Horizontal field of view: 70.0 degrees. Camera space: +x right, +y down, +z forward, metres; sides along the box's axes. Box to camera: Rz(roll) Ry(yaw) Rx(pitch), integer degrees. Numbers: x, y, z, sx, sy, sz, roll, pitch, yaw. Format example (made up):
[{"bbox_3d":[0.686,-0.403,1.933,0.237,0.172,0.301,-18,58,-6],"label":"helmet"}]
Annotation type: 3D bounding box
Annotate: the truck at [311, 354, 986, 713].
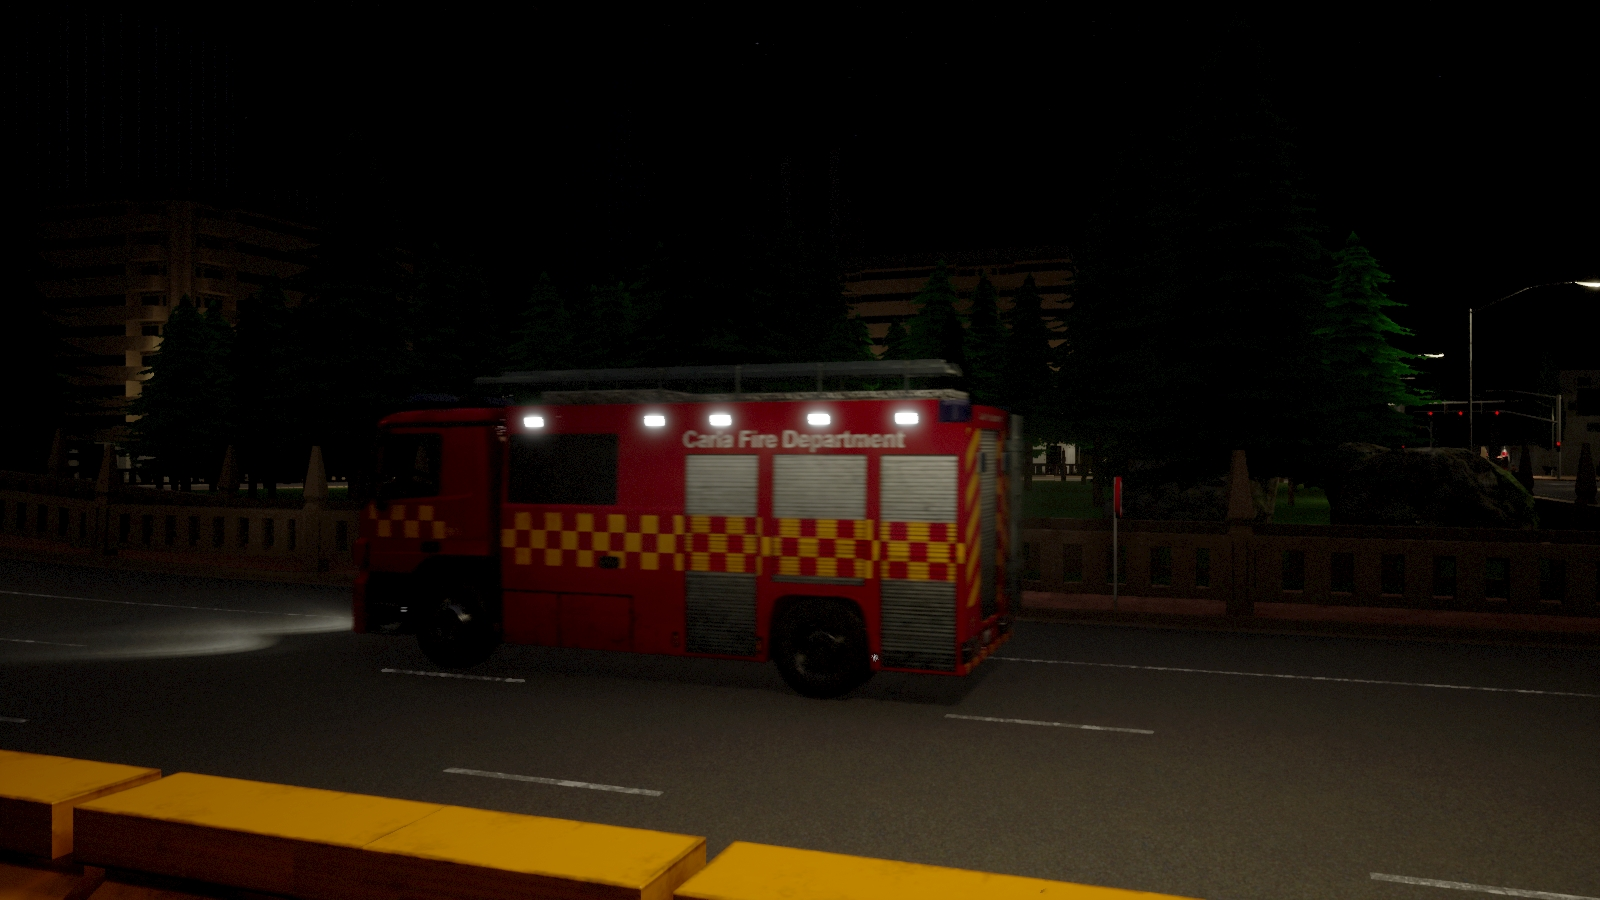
[{"bbox_3d":[-2.044,0.891,15.070,8.468,3.827,2.891,0,0,21],"label":"truck"}]
